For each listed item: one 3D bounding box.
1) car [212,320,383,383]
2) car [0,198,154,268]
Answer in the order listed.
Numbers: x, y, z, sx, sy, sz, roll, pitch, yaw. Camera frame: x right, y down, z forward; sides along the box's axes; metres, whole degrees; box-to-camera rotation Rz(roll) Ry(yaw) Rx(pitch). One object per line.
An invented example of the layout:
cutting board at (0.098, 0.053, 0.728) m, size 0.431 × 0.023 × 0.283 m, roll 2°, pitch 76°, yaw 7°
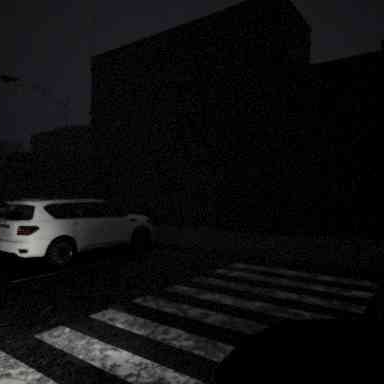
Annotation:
car at (2.337, 1.488, 1.706) m, size 4.902 × 1.511 × 2.128 m, roll 0°, pitch 0°, yaw 35°
car at (-3.789, 1.222, 11.699) m, size 2.435 × 2.045 × 5.566 m, roll 0°, pitch 0°, yaw 36°
